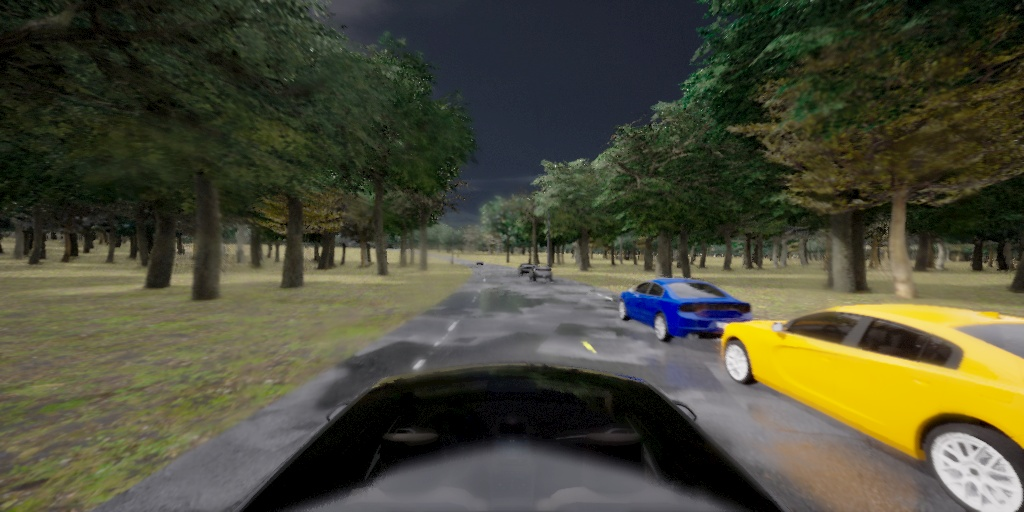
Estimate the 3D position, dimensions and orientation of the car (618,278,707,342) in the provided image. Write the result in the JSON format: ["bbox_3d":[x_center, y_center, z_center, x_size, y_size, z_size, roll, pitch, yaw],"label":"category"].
[{"bbox_3d":[4.563,1.366,10.280,1.882,1.535,5.008,1,-1,0],"label":"car"}]

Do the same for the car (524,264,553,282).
[{"bbox_3d":[2.724,1.598,34.281,2.128,1.511,4.902,1,0,-4],"label":"car"}]

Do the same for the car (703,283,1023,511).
[{"bbox_3d":[4.557,1.301,4.238,1.882,1.535,5.008,1,-1,0],"label":"car"}]

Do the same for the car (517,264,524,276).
[{"bbox_3d":[1.771,1.694,45.740,1.837,1.490,4.892,0,0,-6],"label":"car"}]
